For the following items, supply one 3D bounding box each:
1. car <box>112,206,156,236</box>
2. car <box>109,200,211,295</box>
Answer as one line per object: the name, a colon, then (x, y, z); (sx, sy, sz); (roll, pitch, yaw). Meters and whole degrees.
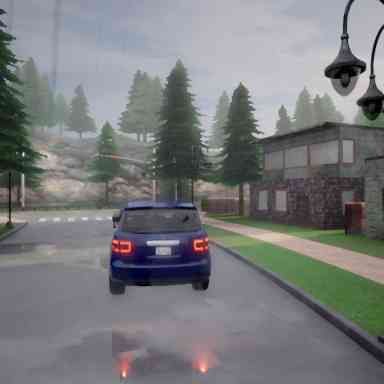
car: (-3.539, 1.601, 19.443); (1.895, 1.301, 4.718); (0, 0, -18)
car: (-0.979, 1.221, 9.010); (2.150, 2.045, 5.566); (0, 0, -9)
